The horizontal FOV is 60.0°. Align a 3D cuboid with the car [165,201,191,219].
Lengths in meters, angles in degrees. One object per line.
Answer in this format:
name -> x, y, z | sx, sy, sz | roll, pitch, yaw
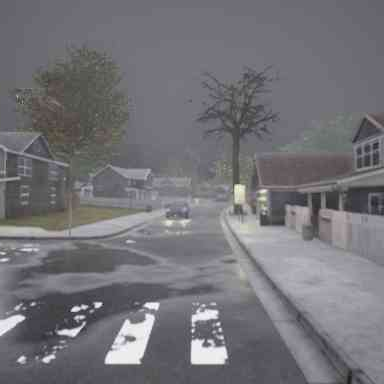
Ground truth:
car -> -1.320, 1.696, 33.097 | 2.097, 1.767, 4.553 | 0, -1, 5
